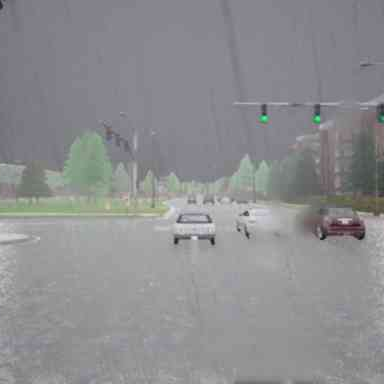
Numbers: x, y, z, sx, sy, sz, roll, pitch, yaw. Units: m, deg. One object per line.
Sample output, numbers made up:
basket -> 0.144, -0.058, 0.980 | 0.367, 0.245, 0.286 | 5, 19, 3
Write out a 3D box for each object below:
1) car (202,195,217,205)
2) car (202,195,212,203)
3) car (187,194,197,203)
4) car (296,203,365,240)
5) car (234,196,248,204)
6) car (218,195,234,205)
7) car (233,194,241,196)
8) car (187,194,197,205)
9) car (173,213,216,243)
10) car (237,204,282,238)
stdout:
car -> 3.501, 1.571, 69.133 | 2.150, 2.045, 5.566 | 0, 0, 0
car -> 3.499, 1.675, 79.490 | 2.097, 1.767, 4.553 | 0, 0, 0
car -> -0.001, 1.546, 79.550 | 2.150, 2.045, 5.566 | 0, 0, 0
car -> 7.106, 1.440, 17.550 | 2.097, 1.767, 4.553 | 0, 0, 0
car -> 10.501, 1.943, 69.549 | 1.895, 1.301, 4.718 | 0, 0, 0
car -> 7.001, 1.872, 69.518 | 1.812, 1.442, 4.674 | 0, 0, 0
car -> 10.499, 1.545, 79.551 | 2.150, 2.045, 5.566 | 0, 0, 0
car -> 0.001, 1.825, 69.101 | 1.882, 1.535, 5.008 | 0, 0, 0
car -> 0.107, 1.684, 16.451 | 1.895, 1.301, 4.718 | 0, 0, 0
car -> 3.594, 1.617, 18.208 | 1.812, 1.442, 4.674 | 0, 0, 0
